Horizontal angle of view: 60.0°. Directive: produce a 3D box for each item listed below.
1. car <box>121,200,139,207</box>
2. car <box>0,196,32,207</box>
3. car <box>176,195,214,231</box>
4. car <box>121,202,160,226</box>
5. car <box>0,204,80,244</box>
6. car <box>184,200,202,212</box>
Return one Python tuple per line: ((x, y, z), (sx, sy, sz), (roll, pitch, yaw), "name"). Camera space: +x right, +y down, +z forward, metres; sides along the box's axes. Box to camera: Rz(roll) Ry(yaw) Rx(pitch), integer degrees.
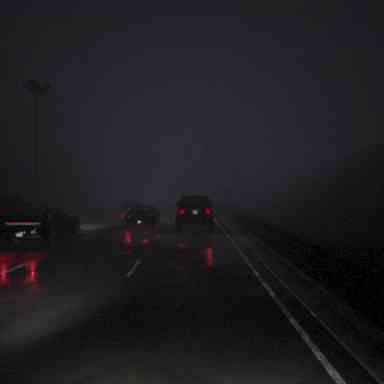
((-6.916, 1.580, 38.670), (1.895, 1.301, 4.718), (0, 0, 0), "car")
((-10.333, 1.214, 18.188), (2.150, 2.045, 5.566), (0, 0, 0), "car")
((0.164, 1.210, 20.865), (2.150, 2.045, 5.566), (0, 0, 0), "car")
((-3.343, 1.588, 23.246), (1.895, 1.301, 4.718), (0, 0, 0), "car")
((-6.835, 1.483, 15.639), (2.128, 1.511, 4.902), (0, 0, 0), "car")
((0.082, 1.579, 38.660), (1.895, 1.301, 4.718), (0, 0, 0), "car")
